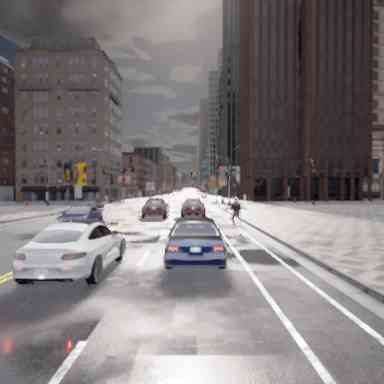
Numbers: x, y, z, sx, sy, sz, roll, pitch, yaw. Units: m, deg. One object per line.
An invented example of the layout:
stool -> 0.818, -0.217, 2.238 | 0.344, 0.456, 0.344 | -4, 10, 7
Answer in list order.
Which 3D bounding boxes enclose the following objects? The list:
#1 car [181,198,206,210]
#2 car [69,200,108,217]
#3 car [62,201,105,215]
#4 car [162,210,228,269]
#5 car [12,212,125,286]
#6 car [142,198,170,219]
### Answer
car -> 0.100, 1.354, 29.526 | 2.097, 1.767, 4.553 | 0, 0, 0
car -> -9.842, 1.552, 32.144 | 2.033, 1.411, 5.357 | 0, 0, 0
car -> -6.598, 1.522, 19.945 | 1.812, 1.442, 4.674 | 0, 0, 0
car -> 0.097, 1.541, 11.100 | 2.033, 1.411, 5.357 | 0, 0, 0
car -> -3.158, 1.519, 9.295 | 1.812, 1.442, 4.674 | 0, 0, 0
car -> -3.150, 1.354, 29.516 | 2.097, 1.767, 4.553 | 0, 0, 0
